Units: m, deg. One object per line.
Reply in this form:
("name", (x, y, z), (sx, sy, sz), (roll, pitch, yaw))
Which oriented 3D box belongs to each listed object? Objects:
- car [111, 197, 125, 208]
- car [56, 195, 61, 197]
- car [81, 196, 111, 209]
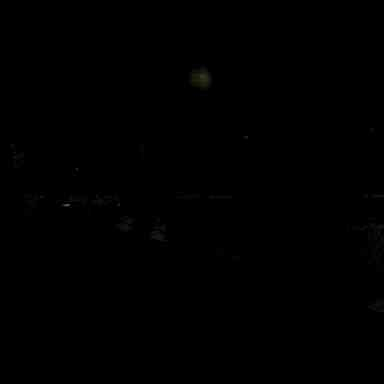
("car", (-10.092, 1.284, 42.013), (1.895, 1.301, 4.718), (1, 0, -35))
("car", (-20.317, 0.733, 50.988), (1.994, 1.385, 4.181), (1, -1, -35))
("car", (-11.386, 1.162, 38.203), (1.812, 1.442, 4.674), (1, 0, -35))
